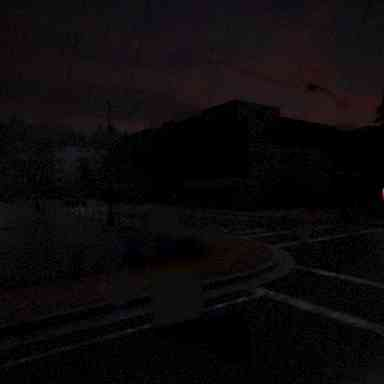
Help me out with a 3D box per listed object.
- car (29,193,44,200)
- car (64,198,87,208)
[{"bbox_3d":[-39.021,1.109,84.138,2.097,1.767,4.553,-1,1,-35],"label":"car"},{"bbox_3d":[-15.363,1.409,43.986,1.895,1.301,4.718,-1,1,-34],"label":"car"}]
